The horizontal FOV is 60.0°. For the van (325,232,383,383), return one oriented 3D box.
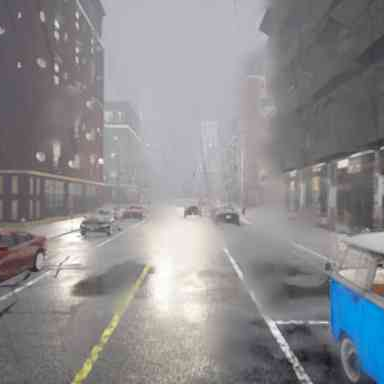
[{"bbox_3d":[2.577,1.368,2.788,1.690,1.788,3.998,1,-1,0],"label":"van"}]

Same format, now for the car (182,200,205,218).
[{"bbox_3d":[0.098,1.837,33.550,1.812,1.442,4.674,0,-1,0],"label":"car"}]

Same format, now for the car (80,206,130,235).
[{"bbox_3d":[-5.273,1.733,19.770,2.008,1.369,4.403,1,-1,0],"label":"car"}]

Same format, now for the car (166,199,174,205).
[{"bbox_3d":[-5.323,2.325,80.561,2.008,1.369,4.403,1,-1,0],"label":"car"}]

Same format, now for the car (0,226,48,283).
[{"bbox_3d":[-5.273,1.623,8.429,1.887,1.381,4.507,1,-1,0],"label":"car"}]

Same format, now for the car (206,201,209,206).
[{"bbox_3d":[2.574,1.833,31.139,1.887,1.381,4.507,1,-1,0],"label":"car"}]

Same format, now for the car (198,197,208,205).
[{"bbox_3d":[2.703,2.203,69.194,1.887,1.381,4.507,1,-1,0],"label":"car"}]

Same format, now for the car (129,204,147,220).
[{"bbox_3d":[-5.273,1.833,31.111,1.887,1.381,4.507,1,-1,0],"label":"car"}]

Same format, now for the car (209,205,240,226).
[{"bbox_3d":[2.574,1.801,25.469,1.947,1.339,4.313,1,-1,0],"label":"car"}]

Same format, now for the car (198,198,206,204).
[{"bbox_3d":[2.575,2.273,86.263,1.967,1.590,4.097,1,-1,0],"label":"car"}]

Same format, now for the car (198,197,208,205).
[{"bbox_3d":[2.608,2.075,79.141,2.192,1.841,5.009,1,-1,0],"label":"car"}]
